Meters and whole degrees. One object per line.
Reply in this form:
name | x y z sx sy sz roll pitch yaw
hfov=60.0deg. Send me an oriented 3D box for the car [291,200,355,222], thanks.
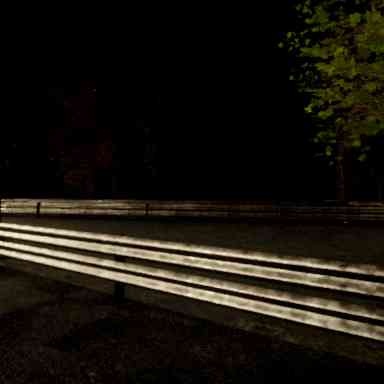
car | 10.647 1.502 27.241 4.856 1.649 2.033 0 0 14
